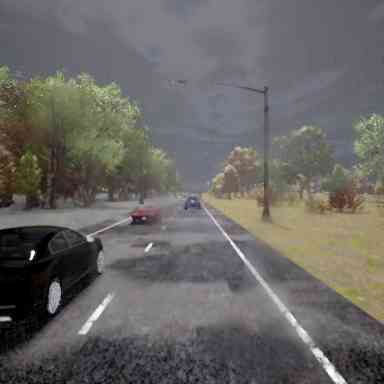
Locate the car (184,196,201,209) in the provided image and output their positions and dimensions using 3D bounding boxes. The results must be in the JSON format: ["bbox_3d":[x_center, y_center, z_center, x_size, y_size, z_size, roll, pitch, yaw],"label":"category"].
[{"bbox_3d":[0.100,1.321,43.795,2.097,1.767,4.553,0,0,0],"label":"car"}]

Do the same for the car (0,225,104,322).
[{"bbox_3d":[-3.401,1.472,7.388,1.882,1.535,5.008,0,0,0],"label":"car"}]

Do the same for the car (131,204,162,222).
[{"bbox_3d":[-3.401,1.581,25.855,1.895,1.301,4.718,0,0,0],"label":"car"}]

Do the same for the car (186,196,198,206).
[{"bbox_3d":[-0.002,1.466,54.805,1.837,1.490,4.892,0,0,0],"label":"car"}]
